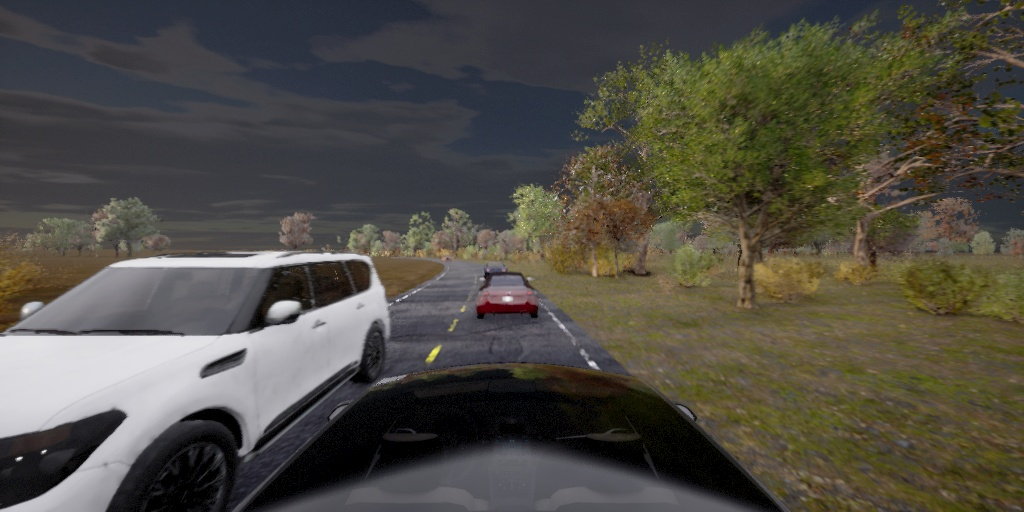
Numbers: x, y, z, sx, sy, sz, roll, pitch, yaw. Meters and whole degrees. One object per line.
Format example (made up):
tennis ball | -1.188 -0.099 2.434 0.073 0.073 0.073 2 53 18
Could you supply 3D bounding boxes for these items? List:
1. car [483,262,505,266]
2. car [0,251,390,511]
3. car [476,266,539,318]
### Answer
car | -1.474 1.131 30.350 1.895 1.301 4.718 0 0 -6
car | -3.149 0.960 4.020 2.150 2.045 5.566 0 0 -1
car | -0.205 1.229 12.621 1.994 1.385 4.181 0 0 -2
